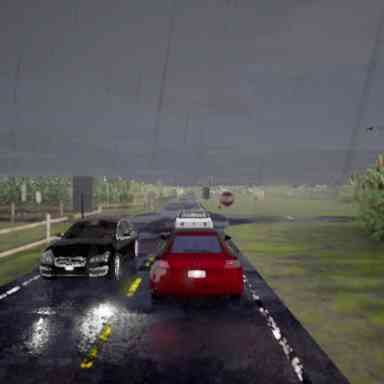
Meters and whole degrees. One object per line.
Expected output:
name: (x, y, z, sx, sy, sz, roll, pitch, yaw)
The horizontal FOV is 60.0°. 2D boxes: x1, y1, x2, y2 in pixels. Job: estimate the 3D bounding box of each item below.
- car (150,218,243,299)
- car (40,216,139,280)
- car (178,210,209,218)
car: (0.094, 1.589, 8.522, 1.994, 1.385, 4.181, 0, 0, 0)
car: (-2.814, 1.538, 10.107, 1.837, 1.490, 4.892, 0, -1, 0)
car: (0.087, 1.655, 19.174, 1.895, 1.301, 4.718, 0, 0, 0)
